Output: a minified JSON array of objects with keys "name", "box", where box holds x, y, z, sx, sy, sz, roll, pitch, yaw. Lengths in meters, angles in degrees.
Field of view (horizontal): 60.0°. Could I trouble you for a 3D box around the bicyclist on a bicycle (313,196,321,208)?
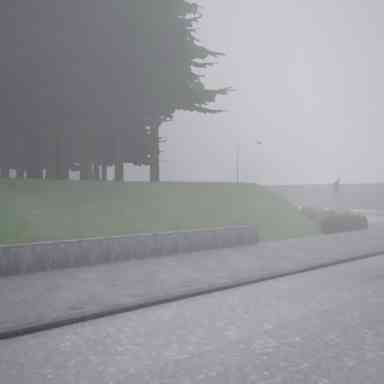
[{"name":"bicyclist on a bicycle","box":[14.866,1.340,39.614,1.656,1.620,0.582,0,0,-35]}]
